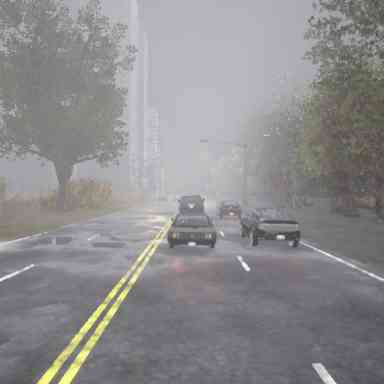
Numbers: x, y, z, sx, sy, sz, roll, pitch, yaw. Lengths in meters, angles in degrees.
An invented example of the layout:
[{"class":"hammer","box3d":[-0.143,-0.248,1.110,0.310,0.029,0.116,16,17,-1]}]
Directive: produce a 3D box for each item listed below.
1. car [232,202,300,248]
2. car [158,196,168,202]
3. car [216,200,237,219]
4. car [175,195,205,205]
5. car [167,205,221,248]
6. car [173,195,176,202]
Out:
[{"class":"car","box3d":[3.269,1.447,14.646,2.128,1.511,4.902,1,0,0]},{"class":"car","box3d":[-6.501,1.512,75.992,1.994,1.385,4.181,0,0,0]},{"class":"car","box3d":[3.252,1.490,29.647,1.837,1.490,4.892,0,1,0]},{"class":"car","box3d":[-0.039,1.242,29.674,2.150,2.045,5.566,-2,1,0]},{"class":"car","box3d":[0.008,1.555,14.663,1.895,1.301,4.718,1,3,0]},{"class":"car","box3d":[-3.251,1.483,75.992,1.812,1.442,4.674,0,0,0]}]
